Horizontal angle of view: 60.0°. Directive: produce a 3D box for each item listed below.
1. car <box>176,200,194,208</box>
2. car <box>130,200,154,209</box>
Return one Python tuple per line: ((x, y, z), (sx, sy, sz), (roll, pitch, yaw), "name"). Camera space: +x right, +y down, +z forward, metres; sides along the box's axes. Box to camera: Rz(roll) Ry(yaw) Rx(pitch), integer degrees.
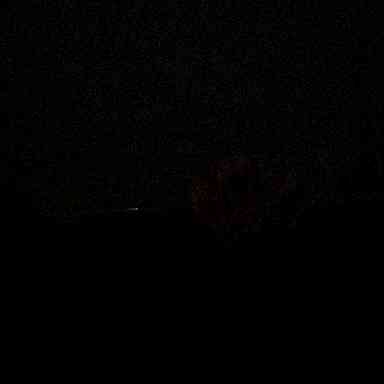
((-0.644, 2.077, 60.218), (2.033, 1.411, 5.357), (-1, -1, 36), "car")
((-8.386, 2.065, 55.708), (1.994, 1.385, 4.181), (-1, -1, 36), "car")
